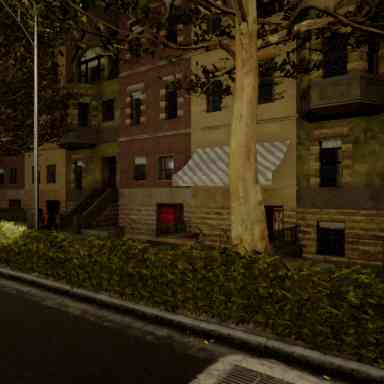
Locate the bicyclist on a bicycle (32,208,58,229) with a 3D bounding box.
[{"bbox_3d":[-4.730,1.339,10.517,0.582,1.620,1.656,0,-4,34],"label":"bicyclist on a bicycle"}]
